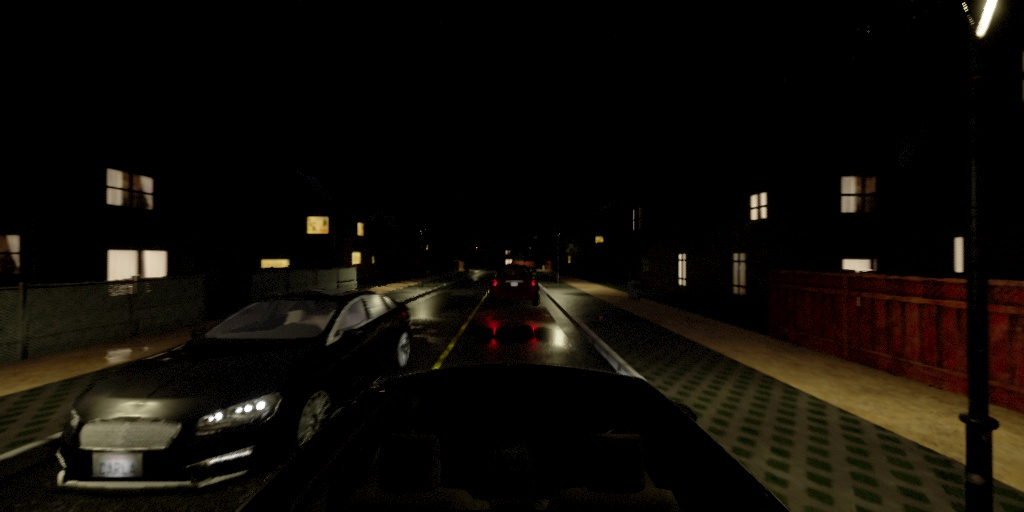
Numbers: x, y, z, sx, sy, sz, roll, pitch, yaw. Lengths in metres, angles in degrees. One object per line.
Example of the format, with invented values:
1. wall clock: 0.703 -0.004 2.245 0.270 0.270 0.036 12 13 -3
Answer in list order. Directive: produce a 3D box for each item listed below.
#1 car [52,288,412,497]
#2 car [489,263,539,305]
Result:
1. car: -2.834 1.257 5.036 2.128 1.511 4.902 0 0 0
2. car: 0.094 1.187 16.732 2.097 1.767 4.553 0 0 0
